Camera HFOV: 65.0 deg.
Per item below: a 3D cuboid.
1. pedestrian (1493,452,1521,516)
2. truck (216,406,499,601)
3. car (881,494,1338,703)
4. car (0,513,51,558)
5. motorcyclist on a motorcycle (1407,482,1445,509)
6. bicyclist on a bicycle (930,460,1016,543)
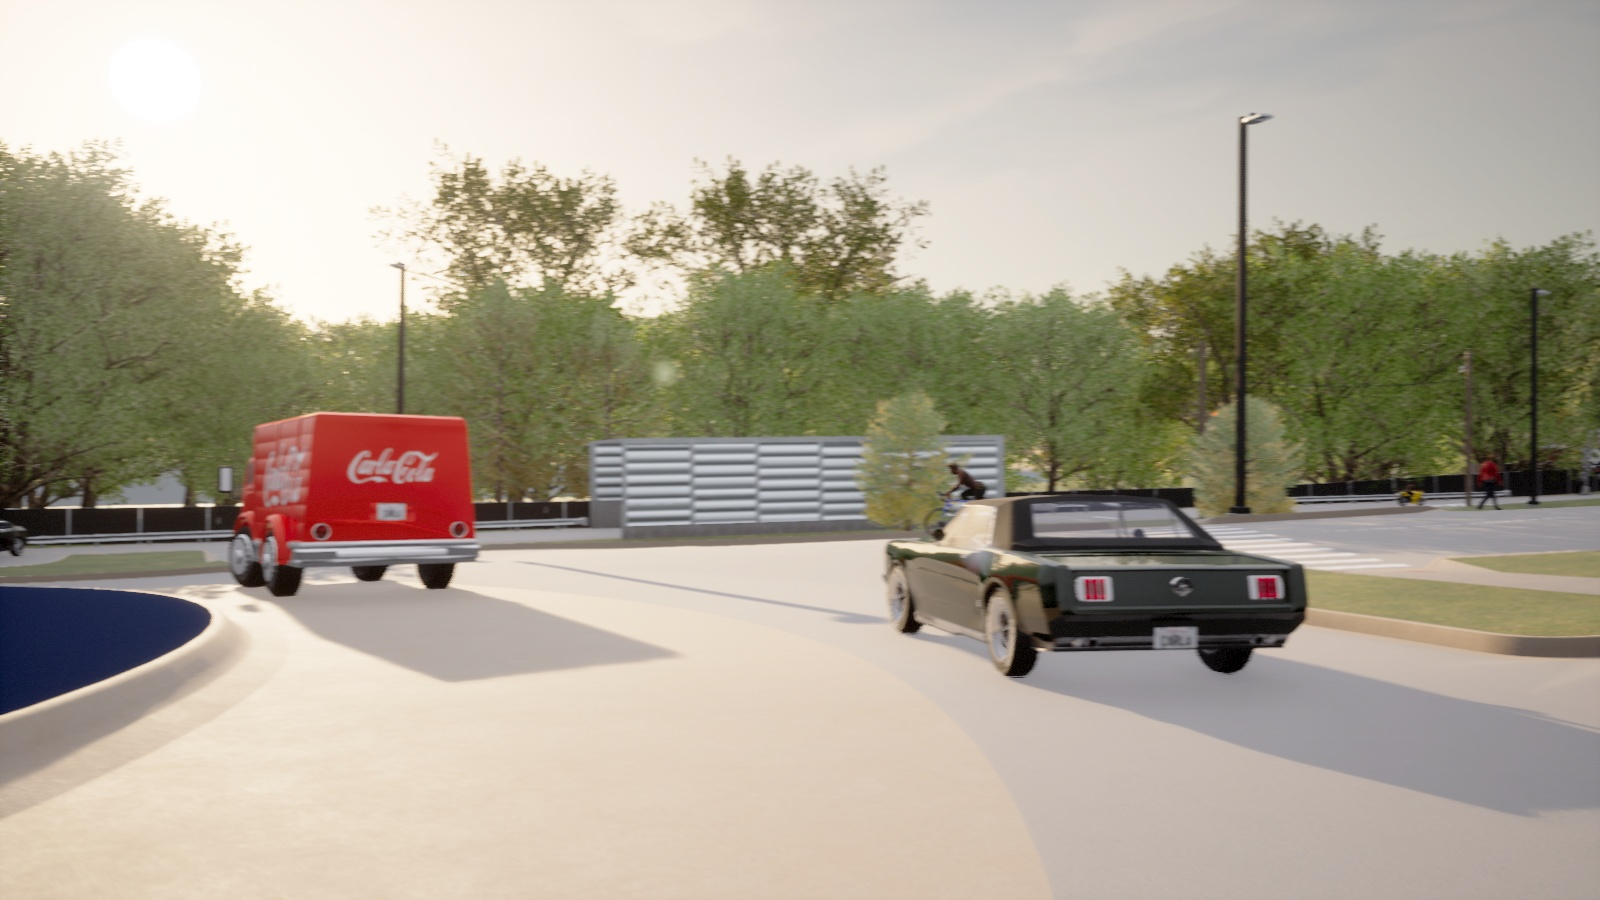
[{"bbox_3d":[20.542,0.974,36.506,0.636,1.846,0.331,1,-1,-13],"label":"pedestrian"},{"bbox_3d":[-6.765,0.812,18.791,2.627,2.467,5.204,2,-3,-35],"label":"truck"},{"bbox_3d":[2.153,1.026,10.328,1.895,1.301,4.718,1,-2,-10],"label":"car"},{"bbox_3d":[-30.969,3.311,47.971,2.128,1.511,4.902,-1,0,-5],"label":"car"},{"bbox_3d":[37.254,2.685,74.730,2.044,1.523,0.797,-1,0,-18],"label":"motorcyclist on a motorcycle"},{"bbox_3d":[3.572,1.063,25.902,1.656,1.620,0.582,-3,-1,10],"label":"bicyclist on a bicycle"}]
